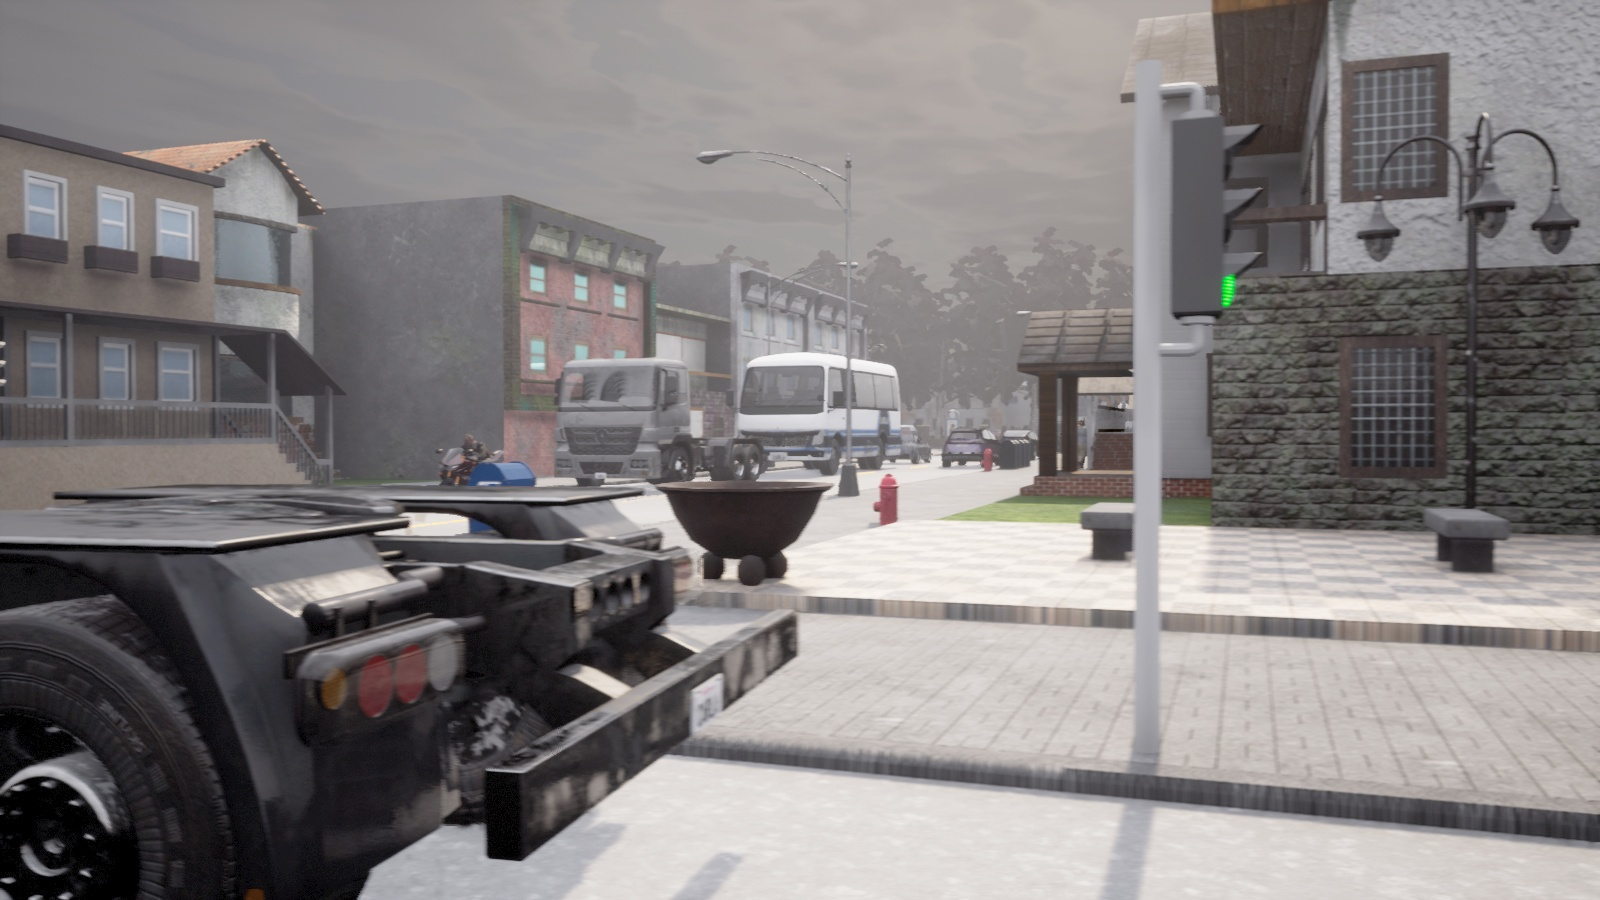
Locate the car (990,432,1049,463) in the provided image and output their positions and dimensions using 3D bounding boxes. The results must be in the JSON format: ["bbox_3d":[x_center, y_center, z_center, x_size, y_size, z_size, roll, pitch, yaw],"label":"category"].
[{"bbox_3d":[11.070,-0.165,63.106,2.163,1.488,4.792,1,1,20],"label":"car"}]

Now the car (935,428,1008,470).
[{"bbox_3d":[7.214,-0.076,52.322,2.033,1.649,4.856,1,1,20],"label":"car"}]

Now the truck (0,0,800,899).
[{"bbox_3d":[-4.203,-0.260,4.898,7.936,3.462,2.891,1,1,13],"label":"truck"}]

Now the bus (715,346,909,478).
[{"bbox_3d":[0.752,-1.312,46.080,3.944,4.253,10.273,1,1,20],"label":"bus"}]

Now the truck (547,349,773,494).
[{"bbox_3d":[-3.517,-0.742,34.153,2.891,3.462,7.936,1,1,20],"label":"truck"}]

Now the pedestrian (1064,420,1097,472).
[{"bbox_3d":[10.104,-0.165,45.283,0.874,1.855,0.900,1,1,35],"label":"pedestrian"}]

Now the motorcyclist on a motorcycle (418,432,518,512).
[{"bbox_3d":[-6.672,0.405,25.369,0.866,1.530,2.191,1,1,19],"label":"motorcyclist on a motorcycle"}]

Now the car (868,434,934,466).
[{"bbox_3d":[4.610,-0.032,56.945,1.994,1.385,4.181,1,1,19],"label":"car"}]
